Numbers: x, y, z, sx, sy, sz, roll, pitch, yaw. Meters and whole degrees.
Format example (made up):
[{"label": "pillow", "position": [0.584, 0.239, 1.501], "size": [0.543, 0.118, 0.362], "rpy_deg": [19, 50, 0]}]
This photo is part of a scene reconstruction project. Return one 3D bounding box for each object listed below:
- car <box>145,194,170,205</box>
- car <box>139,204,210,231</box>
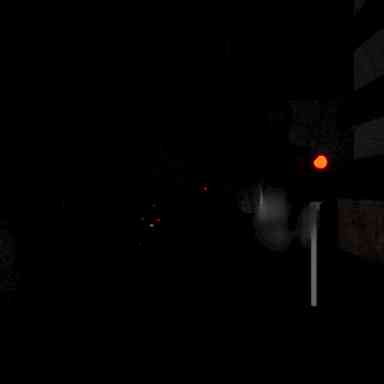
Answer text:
[{"label": "car", "position": [-4.154, 1.221, 39.647], "size": [2.150, 2.045, 5.566], "rpy_deg": [0, 0, 0]}, {"label": "car", "position": [-0.917, 1.601, 20.603], "size": [1.895, 1.301, 4.718], "rpy_deg": [0, 0, 39]}]
